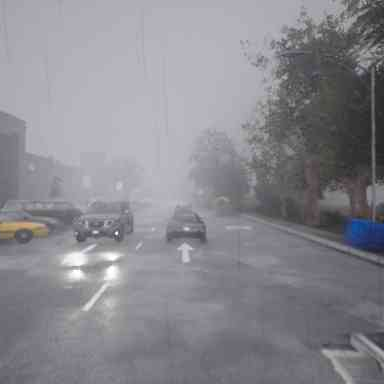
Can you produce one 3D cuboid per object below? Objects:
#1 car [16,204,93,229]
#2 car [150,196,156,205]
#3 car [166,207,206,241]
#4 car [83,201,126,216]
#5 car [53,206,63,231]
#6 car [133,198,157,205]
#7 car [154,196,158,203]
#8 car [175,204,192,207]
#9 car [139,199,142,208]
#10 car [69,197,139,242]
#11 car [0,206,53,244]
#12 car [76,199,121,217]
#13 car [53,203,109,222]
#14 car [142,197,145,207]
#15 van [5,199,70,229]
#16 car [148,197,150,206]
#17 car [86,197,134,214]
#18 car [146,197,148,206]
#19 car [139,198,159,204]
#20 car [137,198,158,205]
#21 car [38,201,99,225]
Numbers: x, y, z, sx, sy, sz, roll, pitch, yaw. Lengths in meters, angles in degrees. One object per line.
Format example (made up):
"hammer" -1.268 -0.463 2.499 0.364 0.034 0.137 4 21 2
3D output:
"car" -10.029 1.736 24.564 5.008 1.535 2.097 -1 0 -22
"car" -11.479 2.343 75.580 4.892 1.521 2.231 -1 -1 -22
"car" -0.318 1.740 17.743 1.994 1.385 4.181 0 -1 -2
"car" -10.430 1.920 39.593 4.792 1.488 2.163 -1 -1 -22
"car" -9.864 1.717 18.564 4.674 1.452 2.002 -1 -1 -22
"car" -11.491 2.420 81.648 5.366 1.575 1.946 -1 -1 -22
"car" -11.393 2.379 78.649 5.366 1.575 1.946 -1 -1 -22
"car" -0.961 1.983 38.102 1.895 1.301 4.718 0 -1 -2
"car" -10.526 1.988 48.653 5.366 1.575 1.946 -1 -1 -22
"car" -4.457 1.492 17.837 2.150 2.045 5.566 0 -1 -2
"car" -9.594 1.643 15.630 5.366 1.575 1.946 -1 -1 -22
"car" -10.342 1.733 36.582 4.553 1.767 2.185 -1 0 -22
"car" -10.208 1.837 30.572 4.674 1.452 2.002 -1 -1 -22
"car" -10.770 1.777 51.607 5.566 2.045 2.435 -1 -1 -22
"van" -10.058 1.482 21.519 4.442 1.987 1.878 -1 0 -22
"car" -11.085 2.209 63.595 4.792 1.488 2.163 -1 -1 -22
"car" -10.514 1.672 42.595 5.566 2.045 2.435 -1 -1 -22
"car" -11.060 2.015 60.577 4.553 1.767 2.185 -1 -1 -22
"car" -12.090 2.548 93.588 5.008 1.535 2.097 -1 -1 -22
"car" -12.138 2.538 90.517 5.366 1.575 1.946 -1 0 -22
"car" -10.157 1.641 27.566 4.553 1.767 2.185 -1 -1 -22
